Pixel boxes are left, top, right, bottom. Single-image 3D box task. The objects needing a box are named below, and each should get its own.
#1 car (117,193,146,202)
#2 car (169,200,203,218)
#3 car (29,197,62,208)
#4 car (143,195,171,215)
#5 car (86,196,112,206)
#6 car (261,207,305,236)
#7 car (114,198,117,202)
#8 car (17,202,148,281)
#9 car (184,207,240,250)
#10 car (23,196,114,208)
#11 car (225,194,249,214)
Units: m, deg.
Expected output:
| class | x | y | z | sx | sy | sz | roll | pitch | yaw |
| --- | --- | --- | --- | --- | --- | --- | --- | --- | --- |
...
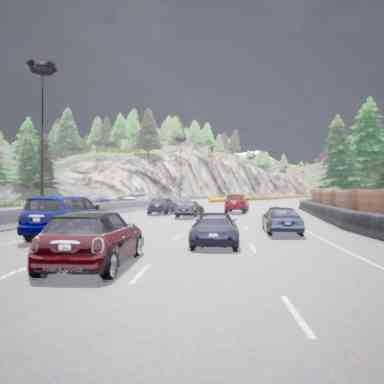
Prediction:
| class | x | y | z | sx | sy | sz | roll | pitch | yaw |
| --- | --- | --- | --- | --- | --- | --- | --- | --- | --- |
| car | -8.843 | 1.196 | 51.800 | 2.150 | 2.045 | 5.566 | 0 | 0 | 19 |
| car | -0.176 | 1.545 | 29.797 | 2.033 | 1.411 | 5.357 | 0 | 0 | 12 |
| car | -21.011 | 1.469 | 47.969 | 1.812 | 1.442 | 4.674 | 0 | 0 | 16 |
| car | -2.863 | 1.342 | 33.627 | 2.097 | 1.767 | 4.553 | 0 | 0 | 12 |
| car | -15.240 | 1.484 | 54.600 | 1.812 | 1.442 | 4.674 | 0 | 0 | 19 |
| car | 4.973 | 1.558 | 18.566 | 2.033 | 1.411 | 5.357 | 0 | 0 | 8 |
| car | -11.454 | 1.471 | 54.837 | 1.837 | 1.490 | 4.892 | 0 | 0 | 19 |
| car | -2.907 | 1.344 | 10.077 | 2.097 | 1.767 | 4.553 | 0 | 0 | 4 |
| car | 0.987 | 1.565 | 14.327 | 1.994 | 1.385 | 4.181 | 0 | 0 | 5 |
| car | -5.896 | 1.205 | 15.903 | 2.150 | 2.045 | 5.566 | 0 | 0 | 6 |
| car | 4.904 | 1.231 | 36.082 | 2.150 | 2.045 | 5.566 | 0 | 0 | 14 |
